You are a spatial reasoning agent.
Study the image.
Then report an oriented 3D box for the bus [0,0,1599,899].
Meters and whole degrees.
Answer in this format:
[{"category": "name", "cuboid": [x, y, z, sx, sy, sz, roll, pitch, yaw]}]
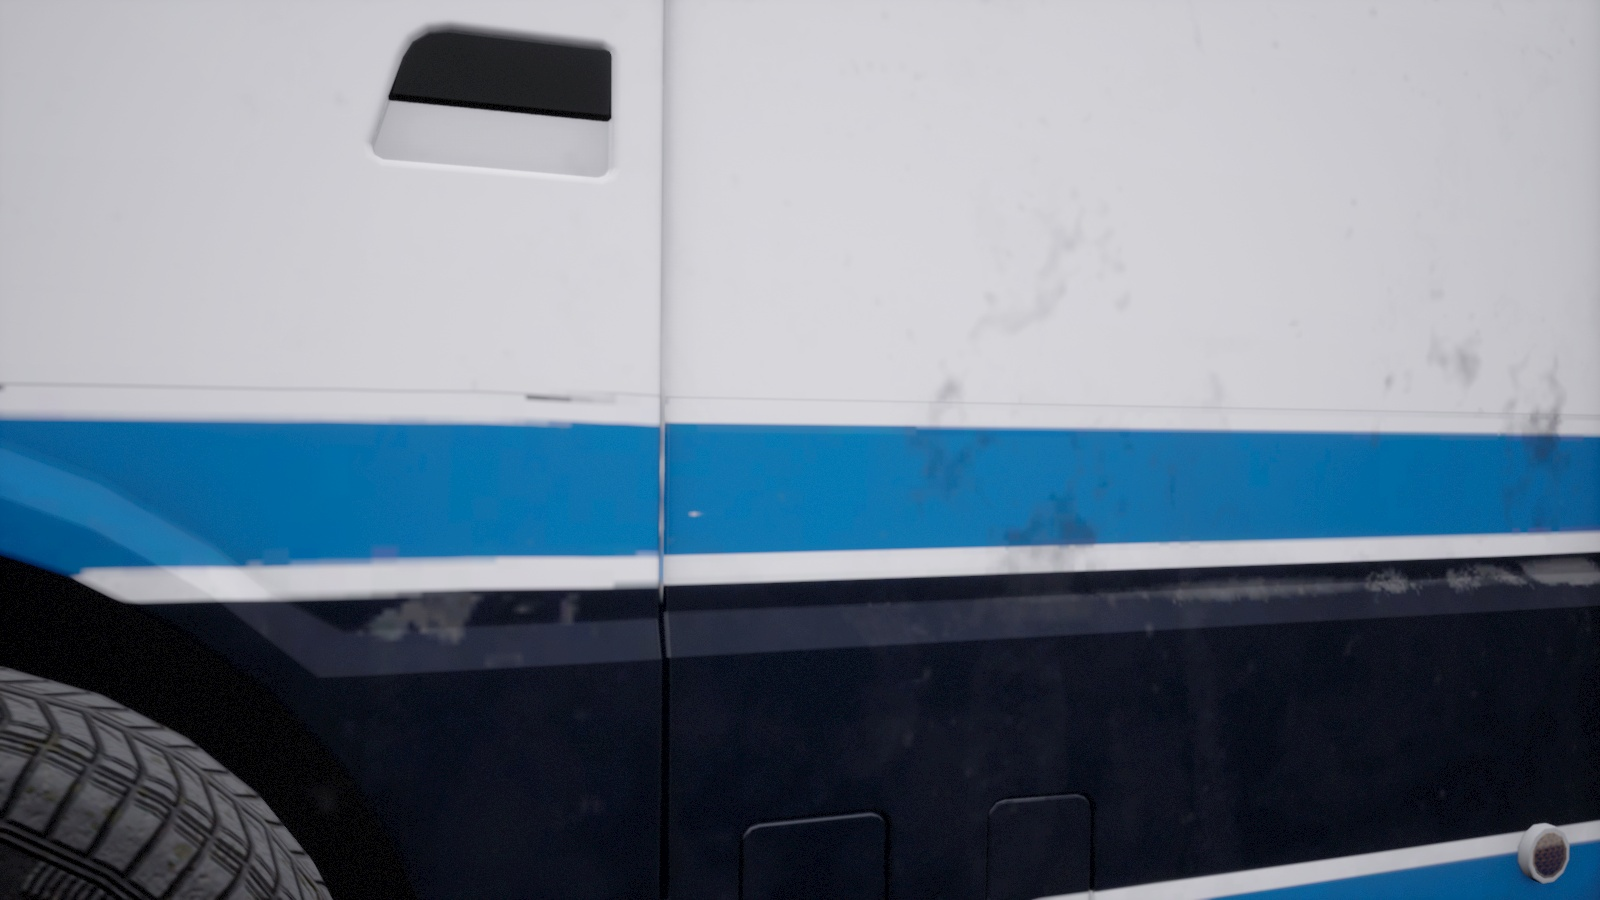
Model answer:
[{"category": "bus", "cuboid": [1.225, -0.653, 3.686, 10.273, 4.253, 3.944, -1, 1, -21]}]
